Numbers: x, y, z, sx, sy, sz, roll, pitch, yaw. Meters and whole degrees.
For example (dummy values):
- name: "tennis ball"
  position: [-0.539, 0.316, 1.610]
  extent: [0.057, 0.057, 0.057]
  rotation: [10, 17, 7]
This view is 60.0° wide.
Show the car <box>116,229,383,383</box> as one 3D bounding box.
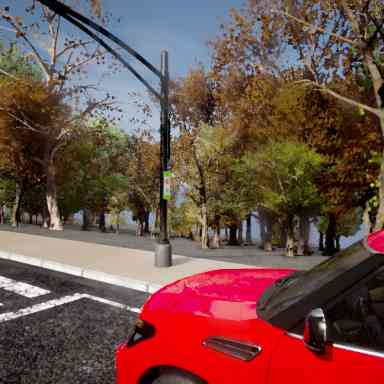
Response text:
- name: "car"
  position: [1.984, 1.222, 2.298]
  extent: [5.566, 2.045, 2.150]
  rotation: [0, 0, 34]
